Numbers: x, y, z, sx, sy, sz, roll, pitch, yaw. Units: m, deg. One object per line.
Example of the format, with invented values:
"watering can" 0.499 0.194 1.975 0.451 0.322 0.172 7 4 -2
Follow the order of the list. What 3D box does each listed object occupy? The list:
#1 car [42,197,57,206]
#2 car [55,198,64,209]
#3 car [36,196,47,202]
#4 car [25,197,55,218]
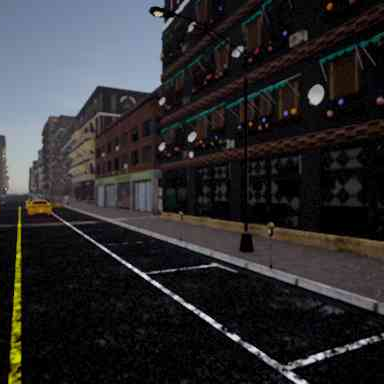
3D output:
"car" -22.787 1.519 53.218 1.887 1.381 4.507 0 0 -27
"car" -17.700 1.505 43.350 1.752 1.417 4.829 0 0 -27
"car" -33.117 1.512 73.256 2.008 1.369 4.403 0 0 -27
"car" -14.089 1.465 30.680 1.882 1.535 5.008 0 0 -27
